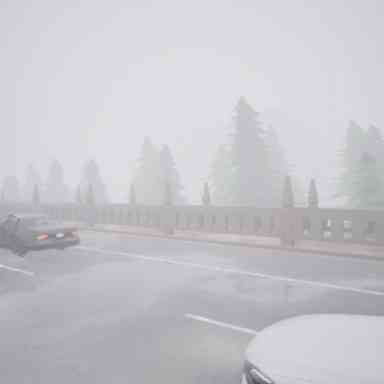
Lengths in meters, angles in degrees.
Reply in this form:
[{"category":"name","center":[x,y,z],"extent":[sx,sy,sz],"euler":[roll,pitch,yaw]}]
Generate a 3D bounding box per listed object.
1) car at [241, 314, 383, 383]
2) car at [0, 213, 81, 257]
[{"category":"car","center":[2.577,1.525,2.154],"extent":[4.674,1.442,1.812],"euler":[0,0,35]},{"category":"car","center":[-6.621,1.554,13.013],"extent":[5.357,1.411,2.033],"euler":[0,0,36]}]
